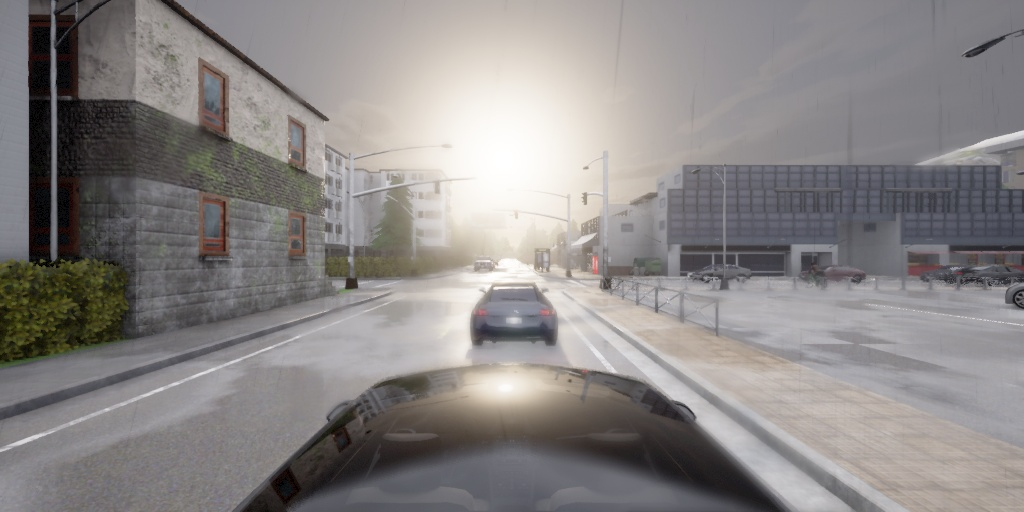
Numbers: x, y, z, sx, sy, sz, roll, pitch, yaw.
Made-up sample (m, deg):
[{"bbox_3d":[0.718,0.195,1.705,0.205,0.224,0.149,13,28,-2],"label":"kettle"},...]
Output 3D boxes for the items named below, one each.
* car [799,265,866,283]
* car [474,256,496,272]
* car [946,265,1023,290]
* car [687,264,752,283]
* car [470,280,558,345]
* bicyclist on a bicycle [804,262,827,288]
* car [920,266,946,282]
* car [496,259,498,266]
[{"bbox_3d":[26.402,1.452,29.597,4.674,1.442,1.812,0,0,0],"label":"car"},{"bbox_3d":[-3.647,0.972,47.090,2.150,2.045,5.566,0,0,0],"label":"car"},{"bbox_3d":[35.100,1.431,25.934,4.892,1.490,1.837,0,0,0],"label":"car"},{"bbox_3d":[17.037,1.417,29.569,4.902,1.511,2.128,0,0,0],"label":"car"},{"bbox_3d":[0.054,1.314,9.473,1.994,1.385,4.181,0,0,0],"label":"car"},{"bbox_3d":[18.692,1.227,22.092,0.582,1.620,1.656,0,0,0],"label":"bicyclist on a bicycle"},{"bbox_3d":[36.712,1.452,29.617,4.674,1.442,1.812,0,0,0],"label":"car"},{"bbox_3d":[-3.647,1.351,56.983,1.895,1.301,4.718,0,0,0],"label":"car"}]
